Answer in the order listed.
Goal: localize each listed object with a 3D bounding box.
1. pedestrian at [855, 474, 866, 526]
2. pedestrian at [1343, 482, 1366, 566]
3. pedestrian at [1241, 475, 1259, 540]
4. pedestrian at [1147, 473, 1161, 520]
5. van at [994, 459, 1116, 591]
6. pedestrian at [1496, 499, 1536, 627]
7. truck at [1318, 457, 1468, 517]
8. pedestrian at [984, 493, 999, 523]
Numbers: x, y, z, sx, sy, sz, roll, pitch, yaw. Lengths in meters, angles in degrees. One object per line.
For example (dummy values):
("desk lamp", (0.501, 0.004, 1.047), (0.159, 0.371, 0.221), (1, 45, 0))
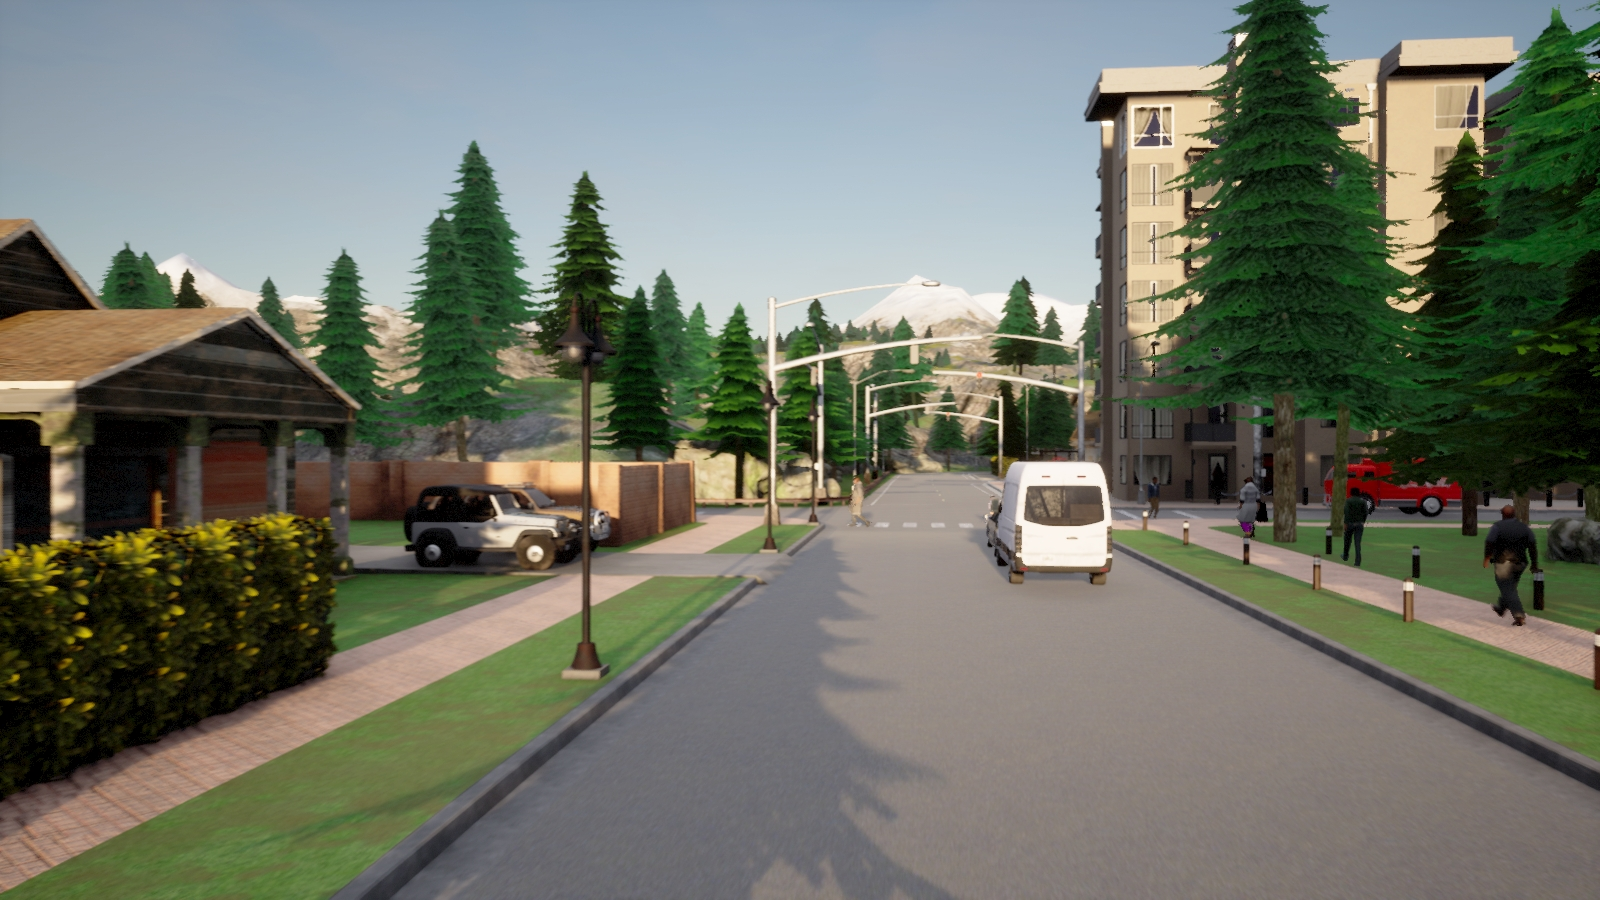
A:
("pedestrian", (2.199, 1.817, 41.507), (0.375, 1.860, 0.375), (0, 0, 6))
("pedestrian", (12.480, 1.667, 25.706), (0.375, 1.860, 0.375), (0, 0, 9))
("pedestrian", (13.075, 1.671, 33.199), (0.375, 1.860, 0.375), (0, 0, -6))
("pedestrian", (13.960, 1.835, 45.034), (0.375, 1.860, 0.375), (0, 0, -11))
("van", (5.555, 1.503, 25.611), (1.988, 2.561, 5.915), (0, 0, 6))
("pedestrian", (10.653, 1.667, 17.004), (0.375, 1.860, 0.375), (0, 0, 7))
("truck", (25.591, 1.560, 49.510), (5.204, 2.467, 2.627), (0, 0, 7))
("pedestrian", (7.317, 2.206, 43.598), (0.500, 1.100, 0.500), (0, 0, 3))
